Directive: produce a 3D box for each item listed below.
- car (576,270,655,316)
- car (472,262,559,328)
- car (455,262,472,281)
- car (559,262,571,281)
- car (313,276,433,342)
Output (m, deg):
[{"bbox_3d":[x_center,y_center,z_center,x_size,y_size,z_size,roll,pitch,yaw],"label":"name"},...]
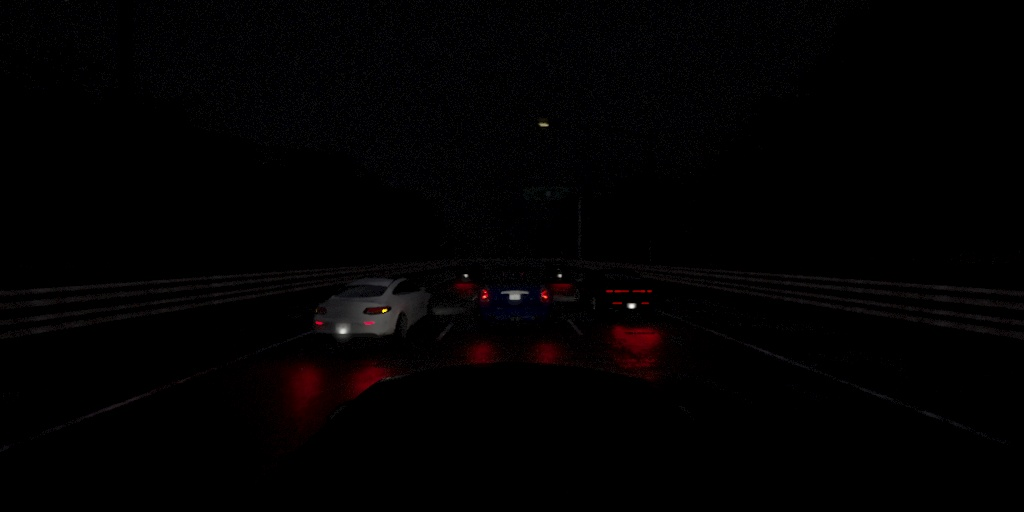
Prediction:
[{"bbox_3d":[3.589,1.232,13.152,1.837,1.490,4.892,0,0,0],"label":"car"},{"bbox_3d":[0.085,1.082,11.457,2.097,1.767,4.553,0,0,0],"label":"car"},{"bbox_3d":[-3.412,1.208,29.136,1.837,1.490,4.892,0,0,0],"label":"car"},{"bbox_3d":[3.588,1.208,29.103,1.837,1.490,4.892,0,0,0],"label":"car"},{"bbox_3d":[-3.416,1.259,9.570,1.812,1.442,4.674,0,0,0],"label":"car"}]
